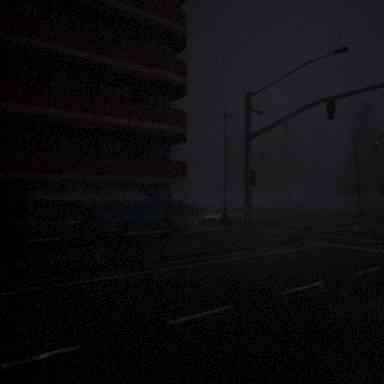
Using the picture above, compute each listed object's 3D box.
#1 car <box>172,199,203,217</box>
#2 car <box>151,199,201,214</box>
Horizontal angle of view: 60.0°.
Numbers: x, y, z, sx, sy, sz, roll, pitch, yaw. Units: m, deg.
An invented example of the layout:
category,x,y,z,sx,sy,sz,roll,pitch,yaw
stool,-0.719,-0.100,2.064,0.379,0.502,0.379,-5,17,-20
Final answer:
category,x,y,z,sx,sy,sz,roll,pitch,yaw
car,-1.190,1.543,31.761,4.674,1.442,1.812,0,0,27
car,-1.732,1.516,35.891,4.902,1.511,2.128,0,0,24
